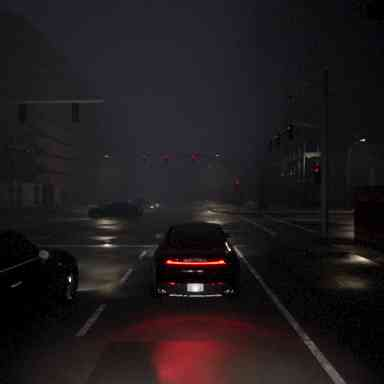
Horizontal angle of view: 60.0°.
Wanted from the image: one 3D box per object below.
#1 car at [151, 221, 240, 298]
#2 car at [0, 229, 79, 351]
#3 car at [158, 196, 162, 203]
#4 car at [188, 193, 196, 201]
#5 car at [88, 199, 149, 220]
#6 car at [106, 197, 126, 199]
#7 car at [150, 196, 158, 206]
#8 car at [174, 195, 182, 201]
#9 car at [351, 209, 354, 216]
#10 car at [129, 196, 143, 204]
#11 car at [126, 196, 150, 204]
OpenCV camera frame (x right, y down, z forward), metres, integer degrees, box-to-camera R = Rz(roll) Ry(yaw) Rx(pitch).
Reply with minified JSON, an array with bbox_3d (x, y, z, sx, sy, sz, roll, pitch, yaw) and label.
[{"bbox_3d":[0.082,1.505,8.518,1.837,1.490,4.892,0,0,0],"label":"car"},{"bbox_3d":[-3.445,1.352,5.196,2.097,1.767,4.553,0,0,0],"label":"car"},{"bbox_3d":[-7.215,1.491,66.963,2.128,1.511,4.902,0,0,1],"label":"car"},{"bbox_3d":[0.003,1.225,84.536,2.150,2.045,5.566,0,0,1],"label":"car"},{"bbox_3d":[-6.302,1.551,27.789,4.674,1.442,1.812,0,0,0],"label":"car"},{"bbox_3d":[-10.925,1.547,44.579,2.033,1.411,5.357,0,0,3],"label":"car"},{"bbox_3d":[-7.390,1.478,56.536,1.882,1.535,5.008,0,0,1],"label":"car"},{"bbox_3d":[-3.499,1.553,84.312,1.994,1.385,4.181,0,0,1],"label":"car"},{"bbox_3d":[15.978,1.656,27.741,4.718,1.301,1.895,0,0,0],"label":"car"},{"bbox_3d":[-10.761,1.526,64.596,1.812,1.442,4.674,0,0,1],"label":"car"},{"bbox_3d":[-7.456,1.505,46.467,1.837,1.490,4.892,0,0,0],"label":"car"}]
